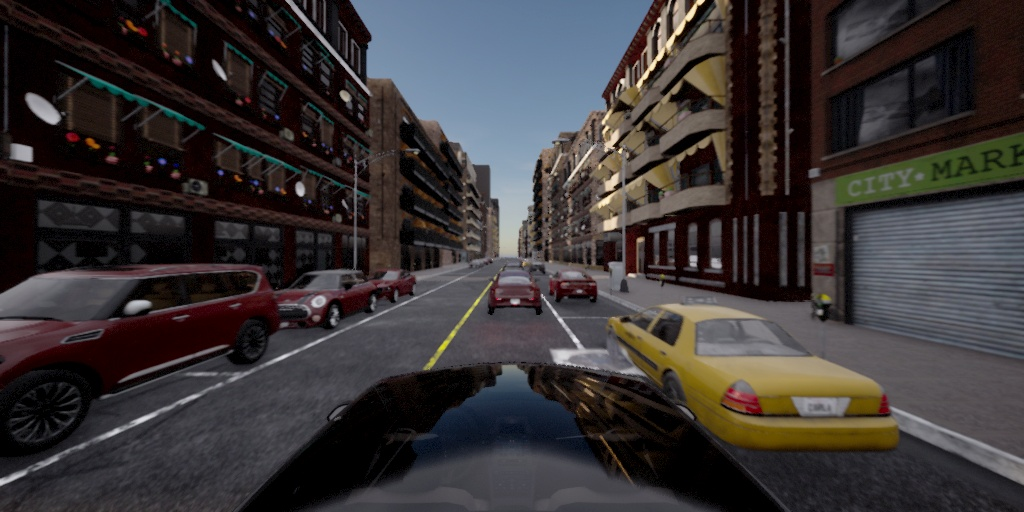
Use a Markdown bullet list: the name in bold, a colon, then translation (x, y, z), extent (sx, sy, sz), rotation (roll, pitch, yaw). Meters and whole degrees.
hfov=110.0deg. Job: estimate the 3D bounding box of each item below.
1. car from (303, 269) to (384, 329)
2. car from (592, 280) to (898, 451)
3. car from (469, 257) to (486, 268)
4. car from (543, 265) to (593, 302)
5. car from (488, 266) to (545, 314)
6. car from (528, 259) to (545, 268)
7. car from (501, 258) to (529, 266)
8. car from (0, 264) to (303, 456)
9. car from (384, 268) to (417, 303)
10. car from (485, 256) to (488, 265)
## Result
- **car**: translation (-5.694, 1.176, 10.907), extent (1.967, 1.591, 4.097), rotation (0, 0, 0)
- **car**: translation (2.688, 1.270, 5.438), extent (1.751, 1.417, 4.829), rotation (0, 0, 0)
- **car**: translation (-5.697, 1.214, 55.997), extent (2.007, 1.370, 4.403), rotation (0, 0, 0)
- **car**: translation (2.687, 1.273, 16.541), extent (1.888, 1.381, 4.507), rotation (0, 0, 0)
- **car**: translation (0.099, 1.258, 13.578), extent (1.812, 1.442, 4.674), rotation (0, 0, 0)
- **car**: translation (2.685, 1.243, 39.085), extent (2.007, 1.370, 4.403), rotation (0, 0, 0)
- **car**: translation (0.097, 1.196, 31.246), extent (2.128, 1.511, 4.902), rotation (0, 0, 0)
- **car**: translation (-5.693, 1.059, 5.272), extent (2.192, 1.841, 5.009), rotation (0, 0, 0)
- **car**: translation (-5.694, 1.272, 16.545), extent (1.888, 1.381, 4.507), rotation (0, 0, 0)
- **car**: translation (-5.697, 1.205, 61.634), extent (2.007, 1.370, 4.403), rotation (0, 0, 0)
